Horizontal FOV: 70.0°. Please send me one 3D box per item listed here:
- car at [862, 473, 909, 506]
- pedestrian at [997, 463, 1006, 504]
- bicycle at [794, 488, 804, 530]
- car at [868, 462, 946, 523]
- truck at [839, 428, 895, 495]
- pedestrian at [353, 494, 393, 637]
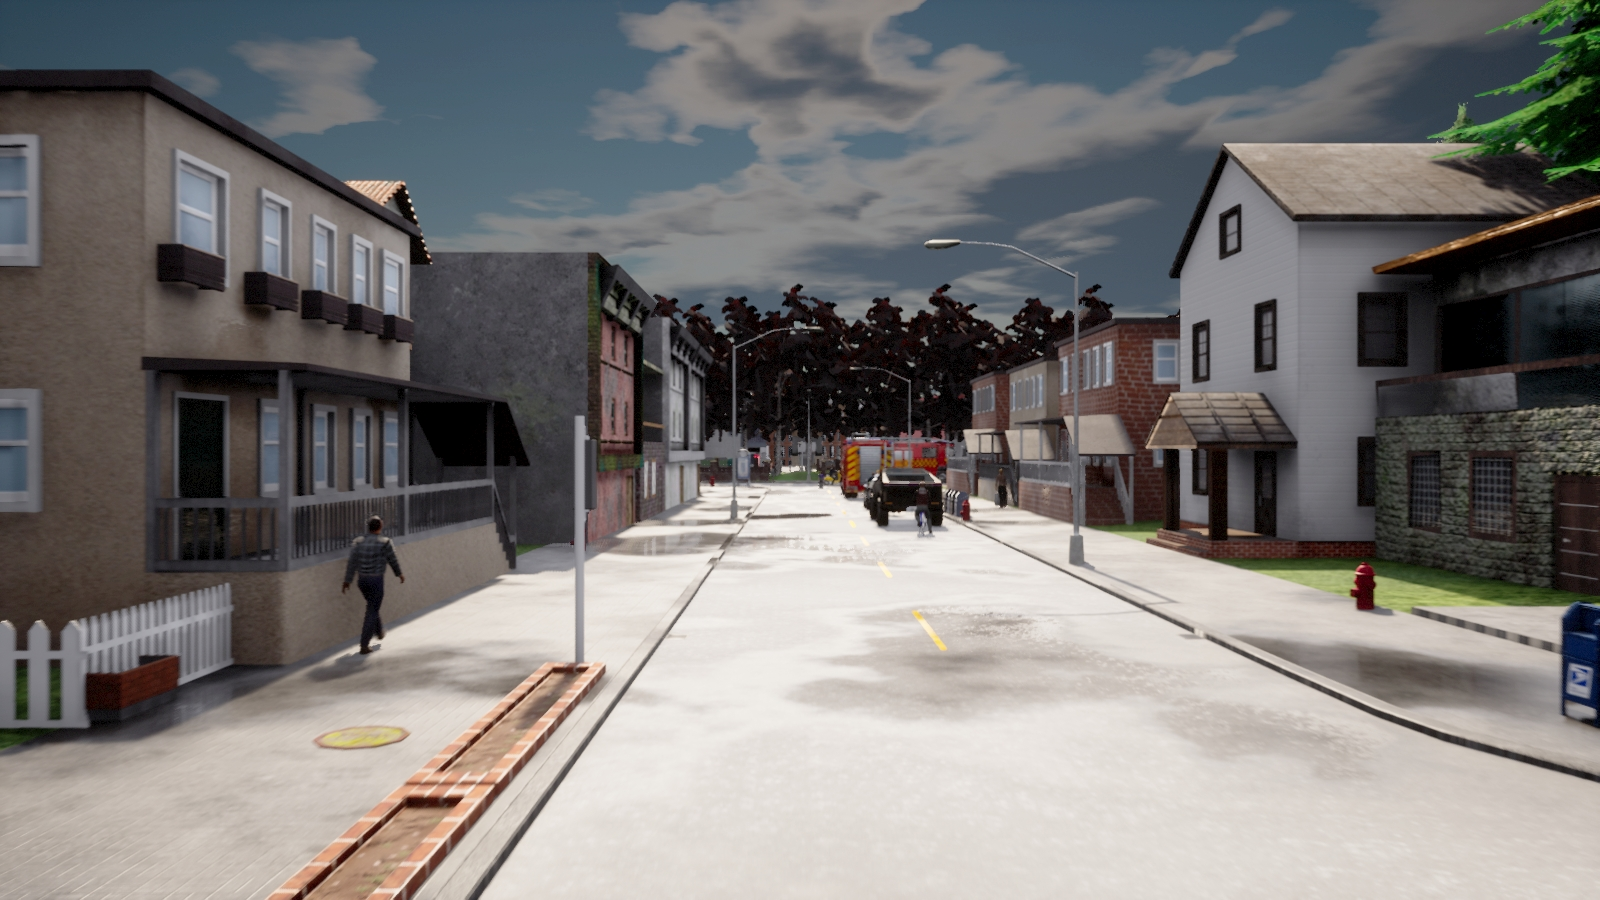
[{"bbox_3d":[4.006,1.845,54.126,1.970,1.475,3.806,0,0,0],"label":"car"},{"bbox_3d":[9.258,1.524,52.462,0.375,1.860,0.375,0,0,2],"label":"pedestrian"},{"bbox_3d":[-0.044,1.940,37.685,0.329,1.271,1.835,0,0,0],"label":"bicycle"},{"bbox_3d":[4.004,1.534,43.731,2.390,2.098,6.274,0,0,0],"label":"car"},{"bbox_3d":[4.000,0.671,69.789,2.891,3.827,8.468,0,0,0],"label":"truck"},{"bbox_3d":[-5.687,1.524,15.224,0.375,1.860,0.375,0,0,4],"label":"pedestrian"}]
